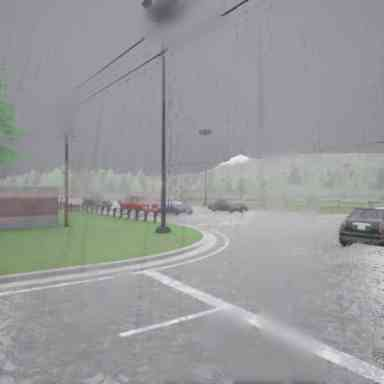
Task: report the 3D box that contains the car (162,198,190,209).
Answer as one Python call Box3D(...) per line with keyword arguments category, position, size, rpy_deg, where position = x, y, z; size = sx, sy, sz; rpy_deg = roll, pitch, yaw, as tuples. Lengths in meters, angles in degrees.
Box3D(category="car", position=(-2.294, 1.616, 46.440), size=(1.994, 1.385, 4.181), rpy_deg=(0, 0, -36))

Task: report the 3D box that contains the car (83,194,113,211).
Box3D(category="car", position=(-11.936, 1.254, 41.850), size=(2.150, 2.045, 5.566), rpy_deg=(0, 0, -36))

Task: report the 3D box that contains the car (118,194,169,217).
Box3D(category="car", position=(-4.884, 1.253, 32.087), size=(2.150, 2.045, 5.566), rpy_deg=(0, 0, -36))

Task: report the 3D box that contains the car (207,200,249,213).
Box3D(category="car", position=(3.971, 1.600, 37.769), size=(2.033, 1.411, 5.357), rpy_deg=(0, 0, -36))

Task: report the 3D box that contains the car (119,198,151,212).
Box3D(category="car", position=(-7.126, 1.517, 41.171), size=(1.882, 1.535, 5.008), rpy_deg=(0, 0, -36))

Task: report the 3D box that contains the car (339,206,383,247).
Box3D(category="car", position=(8.175, 1.381, 13.870), size=(4.553, 1.767, 2.097), rpy_deg=(0, 0, -35))

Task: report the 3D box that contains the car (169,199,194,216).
Box3D(category="car", position=(-1.737, 1.564, 33.714), size=(1.812, 1.442, 4.674), rpy_deg=(0, 0, -36))

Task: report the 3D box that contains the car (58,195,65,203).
Box3D(category="car", position=(-23.550, 1.384, 58.031), size=(2.097, 1.767, 4.553), rpy_deg=(0, 0, -35))

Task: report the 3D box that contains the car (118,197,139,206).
Box3D(category="car", position=(-11.422, 1.655, 59.145), size=(1.895, 1.301, 4.718), rpy_deg=(0, 0, -35))
